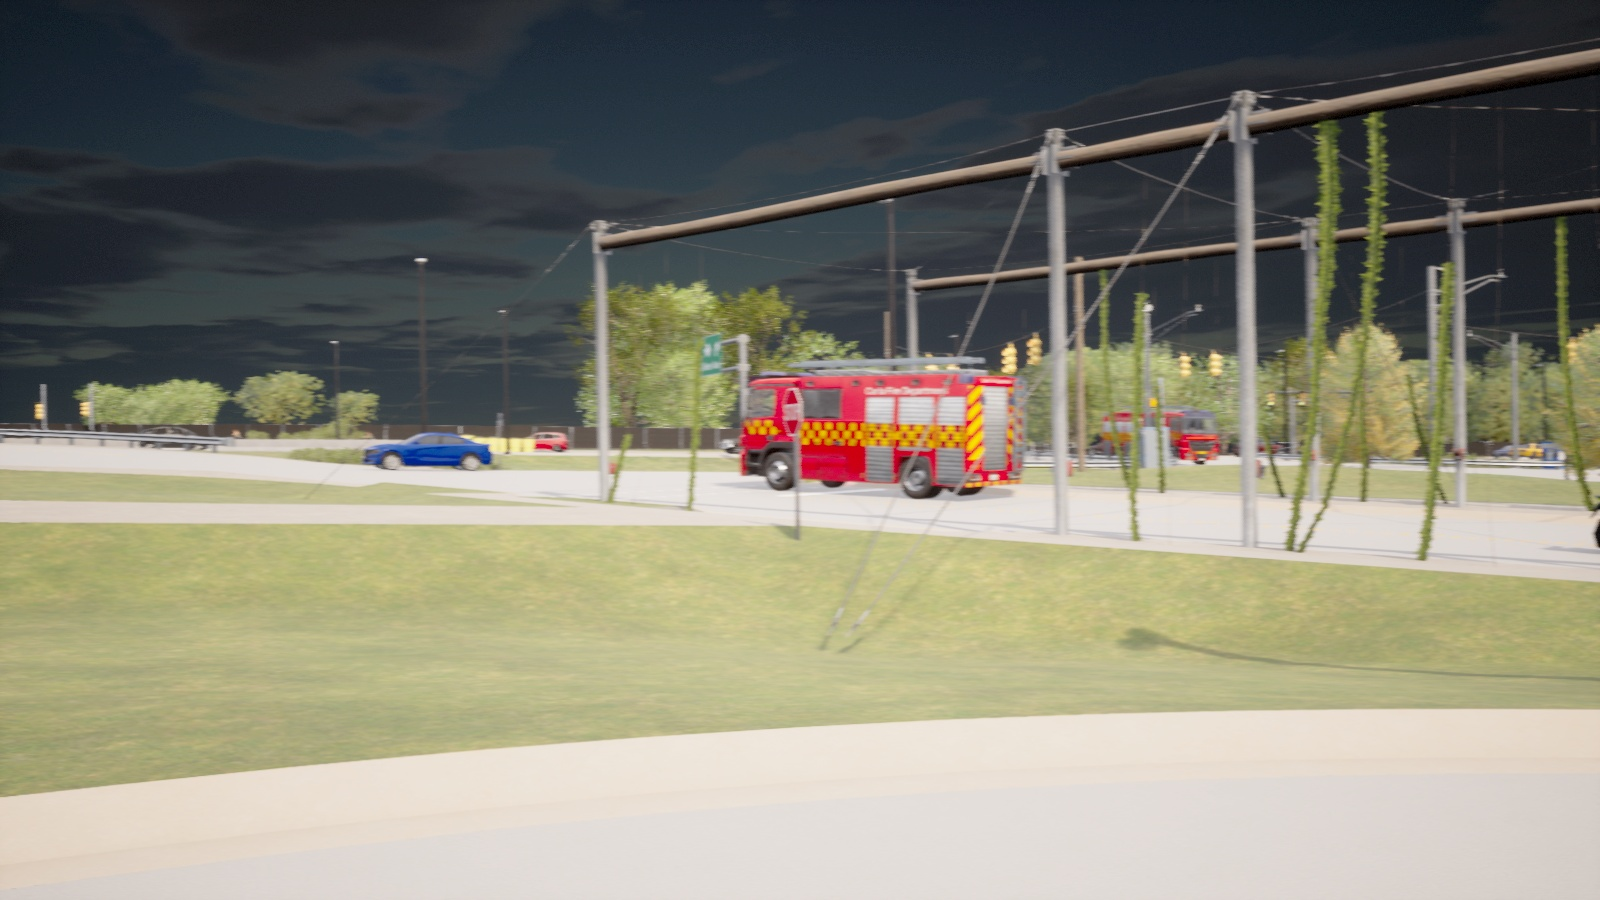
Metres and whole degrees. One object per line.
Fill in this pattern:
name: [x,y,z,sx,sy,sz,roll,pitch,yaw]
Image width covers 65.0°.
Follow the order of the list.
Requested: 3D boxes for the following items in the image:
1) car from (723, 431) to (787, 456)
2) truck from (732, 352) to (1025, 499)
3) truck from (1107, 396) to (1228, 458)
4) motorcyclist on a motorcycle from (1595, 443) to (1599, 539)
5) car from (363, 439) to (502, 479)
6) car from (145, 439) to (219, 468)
car: [-3.489,-0.487,97.369,4.605,1.855,1.932,-1,0,-23]
truck: [2.100,-0.713,36.532,8.468,3.827,2.891,1,2,41]
truck: [23.884,-1.507,82.141,2.891,3.827,8.468,-1,2,-23]
motorcyclist on a motorcycle: [13.810,0.647,19.799,2.044,1.523,0.797,0,2,41]
car: [-14.560,0.360,49.880,5.008,1.535,1.882,0,0,-29]
car: [-35.525,0.201,72.289,3.705,1.549,1.789,-1,0,-23]
